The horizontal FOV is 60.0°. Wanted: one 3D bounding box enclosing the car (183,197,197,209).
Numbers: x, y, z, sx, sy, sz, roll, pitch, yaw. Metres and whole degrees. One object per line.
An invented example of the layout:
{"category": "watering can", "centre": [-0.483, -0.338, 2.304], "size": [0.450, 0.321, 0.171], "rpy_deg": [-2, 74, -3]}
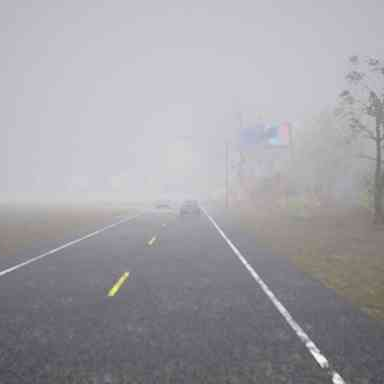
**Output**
{"category": "car", "centre": [-0.238, 1.485, 47.187], "size": [1.882, 1.535, 5.008], "rpy_deg": [0, 0, 0]}

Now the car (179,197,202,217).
{"category": "car", "centre": [-0.156, 1.497, 30.965], "size": [2.128, 1.511, 4.902], "rpy_deg": [0, 0, 0]}

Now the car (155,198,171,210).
{"category": "car", "centre": [-3.798, 1.568, 44.586], "size": [2.033, 1.411, 5.357], "rpy_deg": [0, 0, 0]}
